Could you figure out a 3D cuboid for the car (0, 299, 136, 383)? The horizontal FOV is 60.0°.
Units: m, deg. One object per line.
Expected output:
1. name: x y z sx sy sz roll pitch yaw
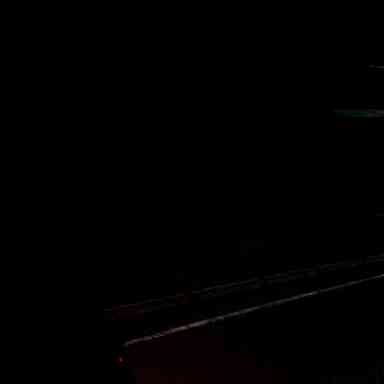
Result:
1. car: -2.669 1.496 1.635 4.902 1.511 2.128 -1 0 -35
